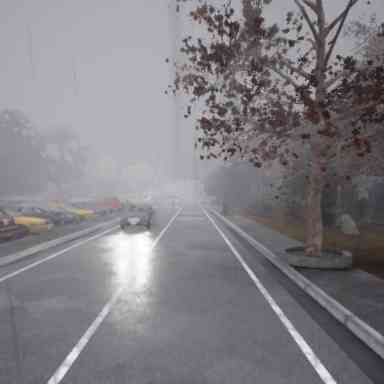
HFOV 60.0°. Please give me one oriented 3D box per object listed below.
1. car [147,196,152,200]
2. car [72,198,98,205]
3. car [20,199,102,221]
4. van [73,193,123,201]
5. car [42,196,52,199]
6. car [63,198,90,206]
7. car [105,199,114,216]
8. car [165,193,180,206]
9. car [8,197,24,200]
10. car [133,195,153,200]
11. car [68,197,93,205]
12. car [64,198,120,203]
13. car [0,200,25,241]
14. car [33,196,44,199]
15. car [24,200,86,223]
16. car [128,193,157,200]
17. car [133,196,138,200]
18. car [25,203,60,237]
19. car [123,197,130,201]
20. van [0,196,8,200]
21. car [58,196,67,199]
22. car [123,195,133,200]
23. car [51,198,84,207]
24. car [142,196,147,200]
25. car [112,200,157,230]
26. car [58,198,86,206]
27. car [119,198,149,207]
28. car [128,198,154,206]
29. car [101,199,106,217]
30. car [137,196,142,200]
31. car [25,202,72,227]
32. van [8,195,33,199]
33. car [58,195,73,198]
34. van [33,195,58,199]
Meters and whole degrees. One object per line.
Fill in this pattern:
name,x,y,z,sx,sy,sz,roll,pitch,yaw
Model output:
car,-10.075,1.813,56.245,5.366,1.575,1.946,0,-1,0
car,-23.320,2.050,72.784,5.008,1.535,2.097,0,-1,0
car,-10.103,1.559,25.718,5.366,1.575,1.946,0,0,0
van,-10.395,1.397,36.825,4.442,1.987,1.878,0,0,0
car,-23.377,1.734,47.855,4.792,1.488,2.163,0,-1,0
car,-23.300,2.003,67.367,4.792,1.488,2.163,0,-1,0
car,-10.254,1.622,31.271,4.792,1.488,2.163,0,0,0
car,-3.414,1.607,62.786,2.150,2.045,5.566,0,0,0
car,-23.360,1.638,39.678,5.008,1.535,2.097,0,0,0
car,-10.441,1.892,61.797,5.366,1.575,1.946,0,-1,0
car,-23.359,1.886,70.014,4.553,1.767,2.185,0,-1,0
car,-10.252,1.637,34.047,4.792,1.488,2.163,0,0,0
car,-10.267,1.375,14.615,4.553,1.767,2.185,0,0,0
car,-23.379,1.707,45.215,4.792,1.488,2.163,0,0,0
car,-10.297,1.547,22.943,4.892,1.521,2.231,0,0,0
car,-10.281,1.684,64.577,5.566,2.045,2.435,0,-1,0
car,-10.264,1.679,45.152,4.892,1.521,2.231,0,-1,0
car,-10.111,1.513,17.390,5.366,1.575,1.946,0,0,0
car,-10.305,1.668,39.600,4.792,1.488,2.163,0,0,0
van,-23.474,1.397,36.910,4.442,1.987,1.878,0,0,0
car,-23.314,1.806,53.519,4.792,1.488,2.163,0,-1,0
car,-10.304,1.531,42.374,4.553,1.767,2.185,0,0,0
car,-23.149,1.892,61.827,5.366,1.575,1.946,0,-1,0
car,-10.080,1.735,50.572,5.366,1.575,1.946,0,-1,0
car,-3.364,1.527,21.572,2.128,1.511,4.902,0,0,0
car,-23.329,1.974,64.597,4.674,1.452,2.002,0,-1,0
car,-10.264,1.857,59.021,4.892,1.521,2.231,0,-1,0
car,-10.255,1.974,67.349,5.008,1.535,2.097,0,-1,0
car,-10.257,1.607,28.495,4.792,1.488,2.163,0,0,0
car,-10.453,1.703,47.920,5.366,1.575,1.946,0,-1,0
car,-10.287,1.532,20.167,4.892,1.521,2.231,0,0,0
van,-23.244,1.431,42.465,4.442,1.987,1.878,0,0,0
car,-23.369,1.564,56.292,5.566,2.045,2.435,0,-1,0
van,-23.462,1.512,50.629,4.442,1.987,1.878,0,-1,0
